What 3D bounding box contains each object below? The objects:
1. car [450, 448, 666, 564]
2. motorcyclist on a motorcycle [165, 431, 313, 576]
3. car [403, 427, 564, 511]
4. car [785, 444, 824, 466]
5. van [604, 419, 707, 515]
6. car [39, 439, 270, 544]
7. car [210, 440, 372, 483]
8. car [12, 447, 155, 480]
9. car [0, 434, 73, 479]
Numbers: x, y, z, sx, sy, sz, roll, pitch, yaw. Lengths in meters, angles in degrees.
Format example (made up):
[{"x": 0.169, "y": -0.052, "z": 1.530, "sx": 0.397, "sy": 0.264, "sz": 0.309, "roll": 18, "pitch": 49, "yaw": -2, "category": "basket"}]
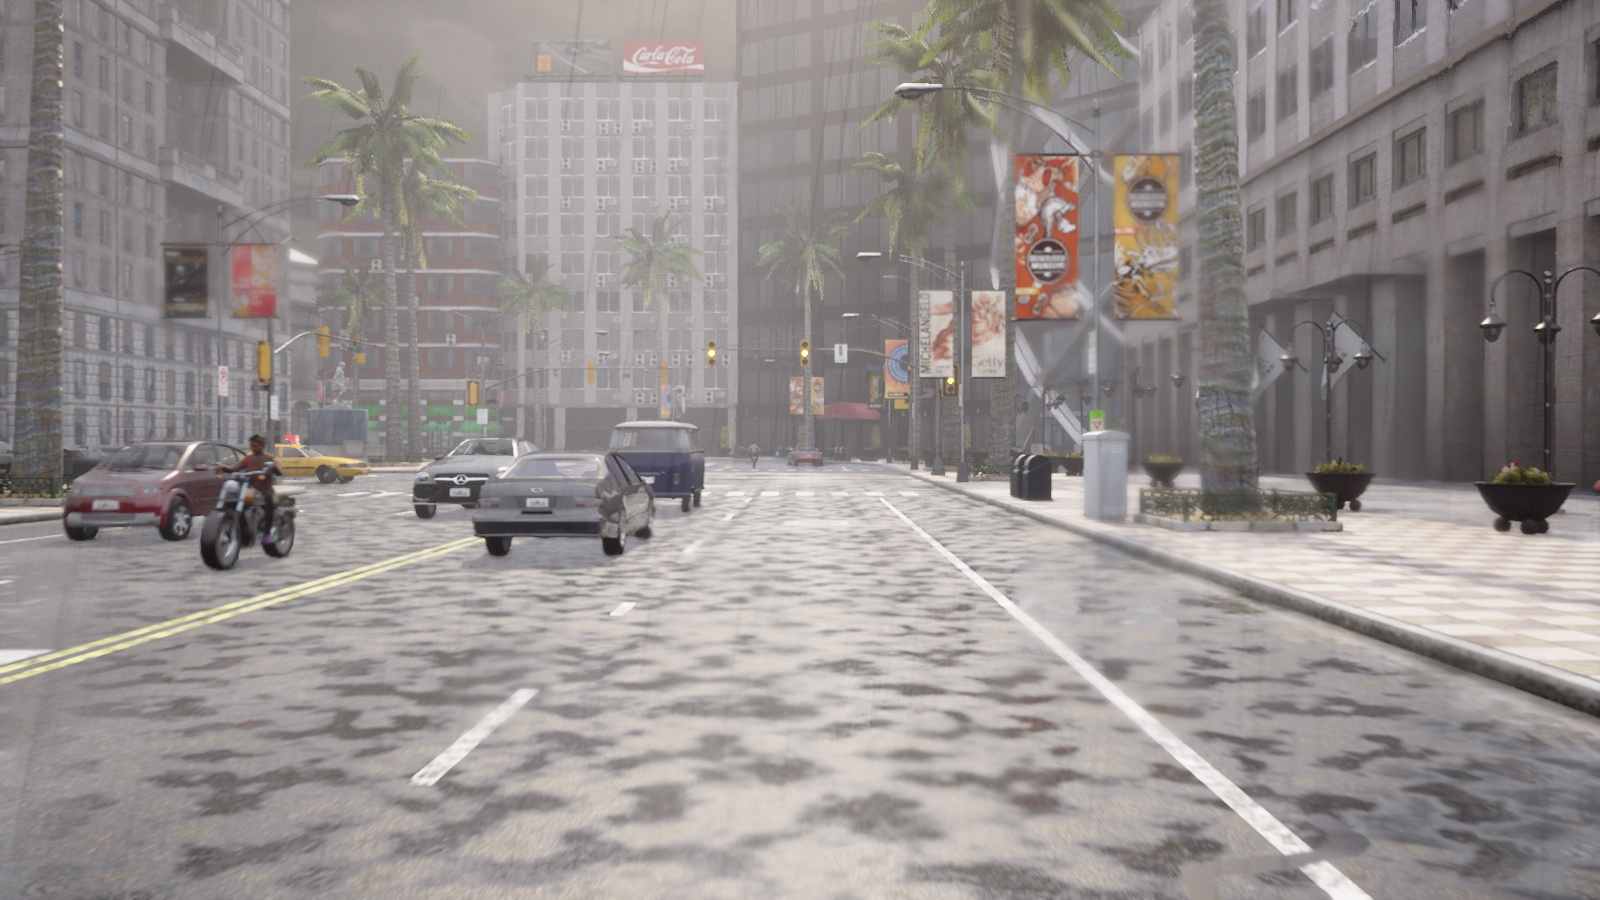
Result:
[{"x": -3.264, "y": 0.686, "z": 18.137, "sx": 2.033, "sy": 1.411, "sz": 5.357, "roll": 0, "pitch": 0, "yaw": 1, "category": "car"}, {"x": -6.825, "y": 0.602, "z": 15.434, "sx": 0.766, "sy": 1.649, "sz": 2.350, "roll": 0, "pitch": 0, "yaw": 0, "category": "motorcyclist on a motorcycle"}, {"x": -6.667, "y": 0.363, "z": 27.109, "sx": 2.152, "sy": 1.651, "sz": 5.027, "roll": 0, "pitch": 0, "yaw": 1, "category": "car"}, {"x": 0.276, "y": 0.332, "z": 82.816, "sx": 1.994, "sy": 1.385, "sz": 4.181, "roll": 0, "pitch": 0, "yaw": -8, "category": "car"}, {"x": -3.150, "y": 0.334, "z": 28.153, "sx": 1.775, "sy": 1.987, "sz": 4.442, "roll": 0, "pitch": 0, "yaw": 1, "category": "van"}, {"x": -10.242, "y": 0.599, "z": 20.255, "sx": 1.789, "sy": 1.549, "sz": 3.705, "roll": 0, "pitch": 0, "yaw": 1, "category": "car"}, {"x": -18.994, "y": 0.398, "z": 46.966, "sx": 5.366, "sy": 1.575, "sz": 1.801, "roll": 0, "pitch": 0, "yaw": 5, "category": "car"}, {"x": -28.885, "y": 0.530, "z": 50.731, "sx": 4.718, "sy": 1.301, "sz": 1.895, "roll": 0, "pitch": 0, "yaw": 1, "category": "car"}, {"x": -30.465, "y": 0.227, "z": 47.231, "sx": 5.027, "sy": 1.651, "sz": 2.152, "roll": 0, "pitch": 0, "yaw": 1, "category": "car"}]
